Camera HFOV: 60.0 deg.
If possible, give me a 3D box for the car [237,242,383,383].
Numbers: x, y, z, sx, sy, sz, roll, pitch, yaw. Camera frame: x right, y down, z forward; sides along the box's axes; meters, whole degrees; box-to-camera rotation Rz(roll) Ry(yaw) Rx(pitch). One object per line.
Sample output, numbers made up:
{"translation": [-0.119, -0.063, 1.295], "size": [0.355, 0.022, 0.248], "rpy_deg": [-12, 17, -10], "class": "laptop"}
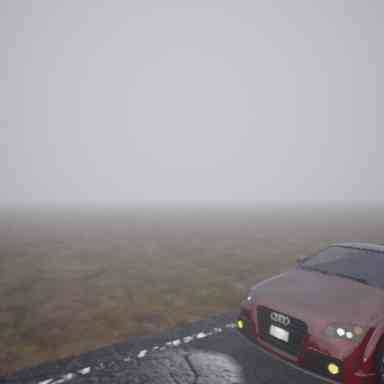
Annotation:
{"translation": [2.712, 1.539, 5.212], "size": [4.181, 1.385, 1.994], "rpy_deg": [0, 0, -34], "class": "car"}
